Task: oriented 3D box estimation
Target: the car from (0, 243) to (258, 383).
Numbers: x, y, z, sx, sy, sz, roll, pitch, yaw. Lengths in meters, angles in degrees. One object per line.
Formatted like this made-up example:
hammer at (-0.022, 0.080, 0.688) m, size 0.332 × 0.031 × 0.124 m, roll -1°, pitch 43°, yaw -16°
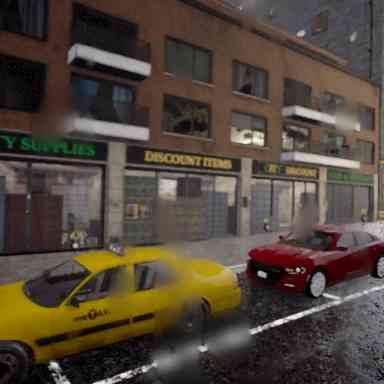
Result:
car at (-1.398, 1.521, 5.072) m, size 4.829 × 1.417 × 1.752 m, roll 0°, pitch 2°, yaw -35°

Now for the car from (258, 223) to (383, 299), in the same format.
car at (3.351, 1.524, 8.462) m, size 4.507 × 1.381 × 1.887 m, roll 0°, pitch 2°, yaw -35°
